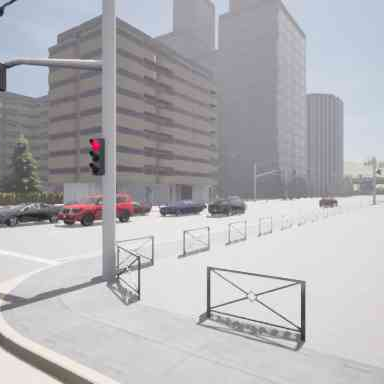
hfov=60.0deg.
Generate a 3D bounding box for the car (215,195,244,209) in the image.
[{"bbox_3d":[5.356,1.352,46.961,2.097,1.767,4.553,0,0,35],"label":"car"}]

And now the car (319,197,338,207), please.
[{"bbox_3d":[20.846,1.478,50.674,1.882,1.535,5.008,0,0,35],"label":"car"}]

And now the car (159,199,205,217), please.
[{"bbox_3d":[-1.036,1.601,31.593,1.895,1.301,4.718,0,0,35],"label":"car"}]

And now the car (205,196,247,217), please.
[{"bbox_3d":[3.479,1.477,31.611,1.882,1.535,5.008,0,0,35],"label":"car"}]

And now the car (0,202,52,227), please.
[{"bbox_3d":[-11.244,1.492,22.951,2.128,1.511,4.902,0,0,35],"label":"car"}]

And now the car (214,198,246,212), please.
[{"bbox_3d":[4.650,1.526,39.814,1.812,1.442,4.674,0,0,35],"label":"car"}]

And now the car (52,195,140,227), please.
[{"bbox_3d":[-6.582,1.221,23.549,2.150,2.045,5.566,0,0,35],"label":"car"}]

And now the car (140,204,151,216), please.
[{"bbox_3d":[-5.984,1.601,30.582,1.895,1.301,4.718,0,0,35],"label":"car"}]

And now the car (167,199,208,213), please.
[{"bbox_3d":[-0.437,1.547,38.625,2.033,1.411,5.357,0,0,35],"label":"car"}]
